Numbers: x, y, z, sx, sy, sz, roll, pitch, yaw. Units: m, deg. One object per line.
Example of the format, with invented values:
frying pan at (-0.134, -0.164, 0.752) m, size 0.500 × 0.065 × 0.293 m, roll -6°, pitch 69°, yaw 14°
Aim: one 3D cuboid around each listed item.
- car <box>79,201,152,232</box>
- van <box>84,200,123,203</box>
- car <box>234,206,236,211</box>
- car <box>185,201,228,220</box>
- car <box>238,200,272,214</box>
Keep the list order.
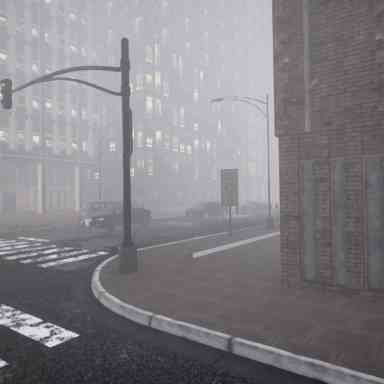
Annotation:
car at (-4.580, 1.557, 20.927) m, size 2.128 × 1.511 × 4.902 m, roll -1°, pitch -1°, yaw 34°
van at (-5.958, 1.460, 23.441) m, size 1.690 × 1.788 × 3.998 m, roll -2°, pitch -1°, yaw 36°
car at (6.873, 1.688, 41.354) m, size 1.752 × 1.417 × 4.829 m, roll -2°, pitch -1°, yaw 36°
car at (1.343, 1.563, 29.178) m, size 1.882 × 1.535 × 5.008 m, roll -1°, pitch -1°, yaw 36°
car at (7.292, 1.707, 37.469) m, size 1.895 × 1.301 × 4.718 m, roll -1°, pitch -1°, yaw 36°
